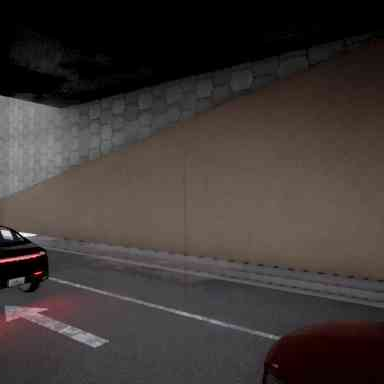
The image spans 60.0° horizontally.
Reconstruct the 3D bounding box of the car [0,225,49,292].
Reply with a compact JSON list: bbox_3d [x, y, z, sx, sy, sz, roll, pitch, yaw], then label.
[{"bbox_3d":[-5.305,1.492,7.728,4.902,1.511,2.128,0,0,35],"label":"car"}]

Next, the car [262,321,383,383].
[{"bbox_3d":[2.702,1.526,1.957,4.674,1.442,1.812,0,0,36],"label":"car"}]
